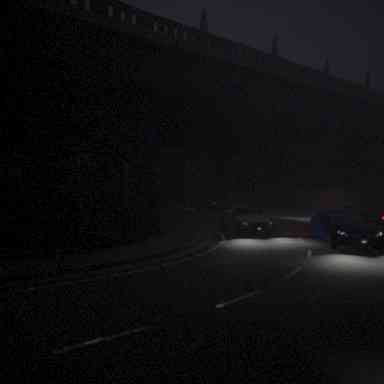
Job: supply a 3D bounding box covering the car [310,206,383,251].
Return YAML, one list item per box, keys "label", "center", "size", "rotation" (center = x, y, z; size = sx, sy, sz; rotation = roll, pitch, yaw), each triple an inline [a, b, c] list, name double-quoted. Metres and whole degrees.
- label: "car"
  center: [6.353, 1.477, 14.117]
  size: [1.812, 1.442, 4.674]
  rotation: [0, 0, 6]

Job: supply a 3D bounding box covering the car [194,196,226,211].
- label: "car"
  center: [2.105, 1.263, 39.099]
  size: [2.097, 1.767, 4.553]
  rotation: [0, 0, -32]

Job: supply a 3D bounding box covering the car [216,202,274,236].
- label: "car"
  center: [2.877, 1.478, 18.189]
  size: [1.812, 1.442, 4.674]
  rotation: [0, 0, -9]
